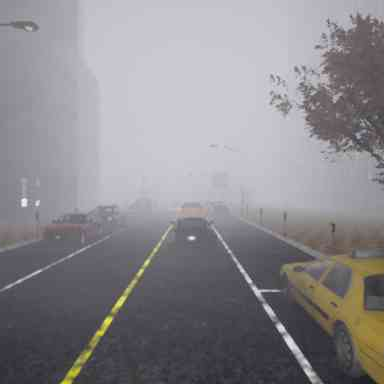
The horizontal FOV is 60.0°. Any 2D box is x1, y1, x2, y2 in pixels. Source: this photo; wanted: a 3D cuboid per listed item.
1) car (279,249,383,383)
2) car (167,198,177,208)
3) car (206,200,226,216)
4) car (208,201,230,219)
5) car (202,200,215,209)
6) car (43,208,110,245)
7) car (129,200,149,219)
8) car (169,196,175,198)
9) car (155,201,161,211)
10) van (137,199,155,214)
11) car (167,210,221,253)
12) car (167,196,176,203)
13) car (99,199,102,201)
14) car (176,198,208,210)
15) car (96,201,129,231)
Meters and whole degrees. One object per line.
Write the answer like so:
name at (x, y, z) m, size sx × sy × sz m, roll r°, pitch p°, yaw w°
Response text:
car at (2.694, 1.576, 5.386) m, size 1.752 × 1.417 × 4.829 m, roll 0°, pitch -1°, yaw 0°
car at (-3.003, 2.156, 60.623) m, size 1.895 × 1.301 × 4.718 m, roll 0°, pitch -1°, yaw 0°
car at (2.694, 1.793, 38.452) m, size 1.967 × 1.590 × 4.097 m, roll 0°, pitch -1°, yaw 0°
car at (2.693, 1.847, 32.912) m, size 1.887 × 1.381 × 4.507 m, roll 0°, pitch -1°, yaw 0°
car at (2.693, 2.071, 55.068) m, size 1.947 × 1.339 × 4.313 m, roll 0°, pitch -1°, yaw 0°
car at (-5.687, 1.695, 16.294) m, size 1.887 × 1.381 × 4.507 m, roll 0°, pitch -1°, yaw 0°
car at (-5.687, 1.826, 32.741) m, size 1.752 × 1.417 × 4.829 m, roll 0°, pitch -1°, yaw 0°
car at (-5.689, 2.385, 87.542) m, size 1.802 × 1.307 × 4.206 m, roll 0°, pitch -1°, yaw 0°
car at (-5.688, 2.020, 49.528) m, size 1.947 × 1.339 × 4.313 m, roll 0°, pitch -1°, yaw 0°
van at (-5.686, 1.694, 38.452) m, size 1.690 × 1.788 × 3.998 m, roll 0°, pitch -1°, yaw 0°
car at (0.000, 1.696, 14.278) m, size 1.994 × 1.385 × 4.181 m, roll 0°, pitch 0°, yaw 0°
car at (-5.688, 2.169, 93.095) m, size 2.192 × 1.841 × 5.009 m, roll 0°, pitch -1°, yaw 0°
car at (-22.815, 2.040, 76.469) m, size 4.206 × 1.307 × 1.802 m, roll 1°, pitch -1°, yaw -1°
car at (0.002, 1.617, 29.072) m, size 2.097 × 1.767 × 4.553 m, roll 0°, pitch -1°, yaw 0°
car at (-5.687, 1.641, 21.835) m, size 1.967 × 1.590 × 4.097 m, roll 0°, pitch -1°, yaw 0°
